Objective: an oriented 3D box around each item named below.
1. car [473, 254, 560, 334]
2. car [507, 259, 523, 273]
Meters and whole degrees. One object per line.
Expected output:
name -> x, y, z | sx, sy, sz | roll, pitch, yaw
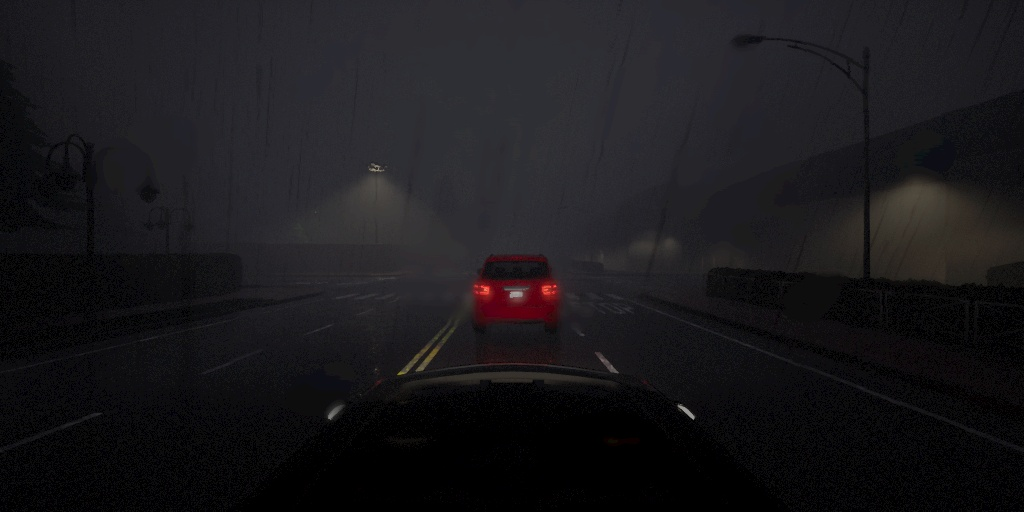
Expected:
car -> 0.123, 0.971, 10.806 | 2.150, 2.045, 5.566 | 0, 0, 0
car -> 0.363, 1.228, 45.650 | 1.882, 1.535, 5.008 | 0, 0, 1
